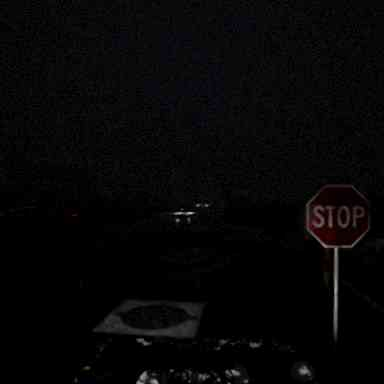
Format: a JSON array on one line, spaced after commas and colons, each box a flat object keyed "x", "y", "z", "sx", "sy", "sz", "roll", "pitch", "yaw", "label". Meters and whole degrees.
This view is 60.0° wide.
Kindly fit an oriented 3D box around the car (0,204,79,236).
[{"x": -8.174, "y": 1.355, "z": 16.396, "sx": 4.902, "sy": 1.511, "sz": 2.128, "roll": 1, "pitch": 2, "yaw": -17, "label": "car"}]

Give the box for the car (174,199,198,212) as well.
[{"x": -0.828, "y": 1.541, "z": 39.094, "sx": 2.033, "sy": 1.411, "sz": 5.357, "roll": 0, "pitch": 0, "yaw": 5, "label": "car"}]

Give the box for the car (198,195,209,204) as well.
[{"x": 2.177, "y": 1.360, "z": 63.617, "sx": 1.882, "sy": 1.535, "sz": 5.008, "roll": 0, "pitch": 0, "yaw": 9, "label": "car"}]
